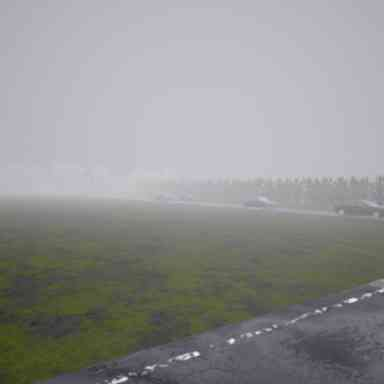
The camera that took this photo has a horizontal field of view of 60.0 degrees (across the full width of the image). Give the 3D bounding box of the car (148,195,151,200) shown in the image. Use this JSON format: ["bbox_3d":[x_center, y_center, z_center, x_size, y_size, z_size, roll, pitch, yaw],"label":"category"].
[{"bbox_3d":[-7.077,0.850,65.363,1.994,1.385,4.181,1,0,-36],"label":"car"}]

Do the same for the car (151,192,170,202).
[{"bbox_3d":[-4.527,0.732,57.055,2.097,1.767,4.553,1,0,-35],"label":"car"}]

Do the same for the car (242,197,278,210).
[{"bbox_3d":[8.007,1.285,39.440,1.812,1.442,4.674,1,1,-36],"label":"car"}]

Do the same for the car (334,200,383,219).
[{"bbox_3d":[15.135,1.454,29.428,1.882,1.535,5.008,1,0,-34],"label":"car"}]

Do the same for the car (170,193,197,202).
[{"bbox_3d":[-1.053,0.956,57.050,2.128,1.511,4.902,1,0,-35],"label":"car"}]
